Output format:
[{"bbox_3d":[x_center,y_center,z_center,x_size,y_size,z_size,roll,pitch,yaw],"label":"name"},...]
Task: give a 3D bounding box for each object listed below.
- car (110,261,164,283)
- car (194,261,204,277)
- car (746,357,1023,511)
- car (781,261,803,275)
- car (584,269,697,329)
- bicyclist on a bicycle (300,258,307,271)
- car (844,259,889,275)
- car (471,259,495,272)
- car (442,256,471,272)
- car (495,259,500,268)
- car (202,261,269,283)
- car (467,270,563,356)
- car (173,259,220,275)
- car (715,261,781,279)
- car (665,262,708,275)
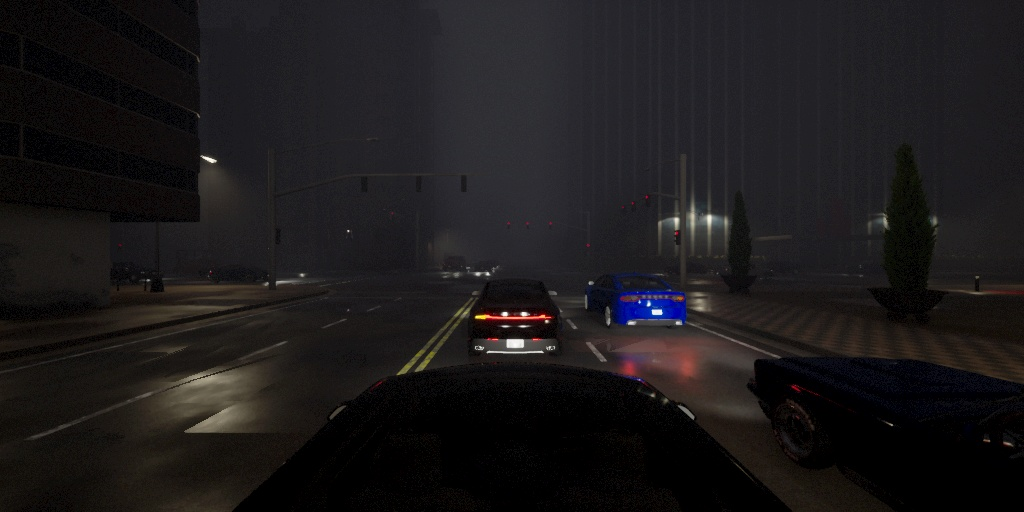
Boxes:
[{"bbox_3d":[-29.606,1.242,27.441,4.902,1.511,2.128,0,0,0],"label":"car"},{"bbox_3d":[-24.039,1.351,30.993,4.718,1.301,1.895,0,0,-1],"label":"car"},{"bbox_3d":[3.601,1.351,1.920,1.895,1.301,4.718,0,0,0],"label":"car"},{"bbox_3d":[28.576,1.255,38.726,4.892,1.490,1.837,0,0,-1],"label":"car"},{"bbox_3d":[3.574,1.228,11.265,1.882,1.535,5.008,0,0,0],"label":"car"},{"bbox_3d":[-26.424,1.051,45.450,0.582,1.620,1.656,0,0,-1],"label":"bicyclist on a bicycle"},{"bbox_3d":[38.900,1.102,38.818,4.553,1.767,2.097,0,0,0],"label":"car"},{"bbox_3d":[-3.605,1.314,45.242,1.994,1.385,4.181,0,0,0],"label":"car"},{"bbox_3d":[-7.524,0.972,47.574,2.150,2.045,5.566,0,0,6],"label":"car"},{"bbox_3d":[-3.589,1.314,60.096,1.994,1.385,4.181,0,0,0],"label":"car"},{"bbox_3d":[-20.685,1.314,27.526,4.181,1.385,1.994,0,0,-1],"label":"car"},{"bbox_3d":[0.061,1.255,8.576,1.837,1.490,4.892,0,0,0],"label":"car"},{"bbox_3d":[-33.132,1.102,38.091,4.553,1.767,2.097,0,0,-1],"label":"car"},{"bbox_3d":[20.325,1.276,31.433,4.674,1.442,1.812,0,0,-1],"label":"car"},{"bbox_3d":[18.702,1.314,38.627,4.181,1.385,1.994,0,0,-1],"label":"car"}]
